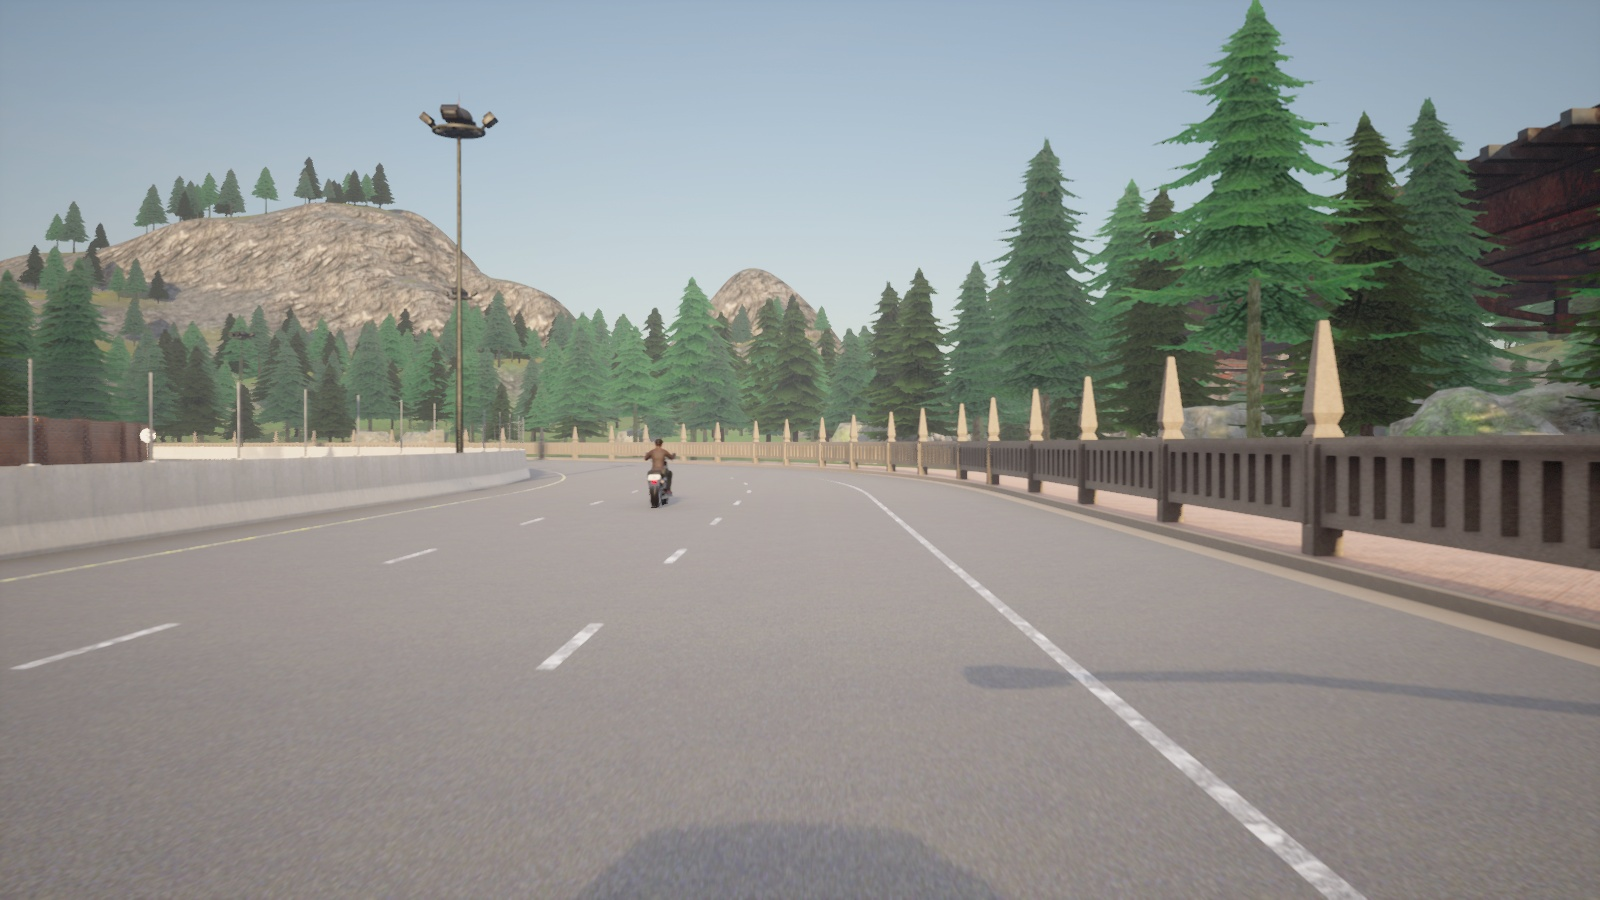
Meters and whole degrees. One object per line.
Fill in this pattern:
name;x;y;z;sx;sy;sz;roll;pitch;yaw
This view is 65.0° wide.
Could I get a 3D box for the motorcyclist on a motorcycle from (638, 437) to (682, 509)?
motorcyclist on a motorcycle;-3.319;0.525;29.938;0.766;1.649;2.350;0;0;0
